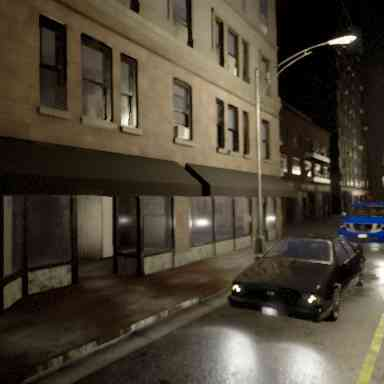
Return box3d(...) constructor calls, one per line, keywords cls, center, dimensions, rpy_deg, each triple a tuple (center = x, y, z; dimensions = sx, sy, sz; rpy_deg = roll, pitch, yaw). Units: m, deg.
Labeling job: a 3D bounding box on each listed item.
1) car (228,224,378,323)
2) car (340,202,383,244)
box3d(cls="car", center=(2.881, 1.731, 7.980), dimensions=(2.033, 1.411, 5.357), rpy_deg=(-2, -2, 35))
box3d(cls="car", center=(8.776, 1.530, 16.292), dimensions=(2.150, 2.045, 5.566), rpy_deg=(-2, -2, 35))
